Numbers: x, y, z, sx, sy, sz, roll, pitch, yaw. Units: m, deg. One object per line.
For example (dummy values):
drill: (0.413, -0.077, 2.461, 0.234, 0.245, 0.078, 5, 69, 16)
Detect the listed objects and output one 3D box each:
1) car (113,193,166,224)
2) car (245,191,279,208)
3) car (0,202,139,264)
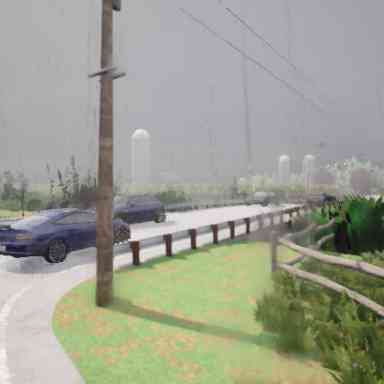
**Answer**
car: (-3.484, 0.897, 17.577, 2.097, 1.767, 4.553, 1, 2, 37)
car: (6.688, 0.635, 31.134, 1.812, 1.442, 4.674, 1, 1, 37)
car: (-3.980, 1.270, 10.899, 1.812, 1.442, 4.674, 0, 1, 27)
